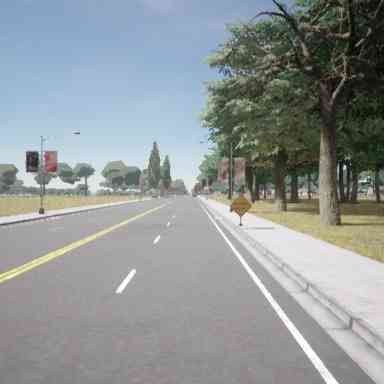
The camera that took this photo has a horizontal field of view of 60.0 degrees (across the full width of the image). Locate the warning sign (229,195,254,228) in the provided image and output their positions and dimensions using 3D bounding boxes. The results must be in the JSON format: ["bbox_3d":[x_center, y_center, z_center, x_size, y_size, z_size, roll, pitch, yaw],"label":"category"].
[{"bbox_3d":[2.847,1.102,19.380,1.300,1.860,1.060,0,0,0],"label":"warning sign"}]
